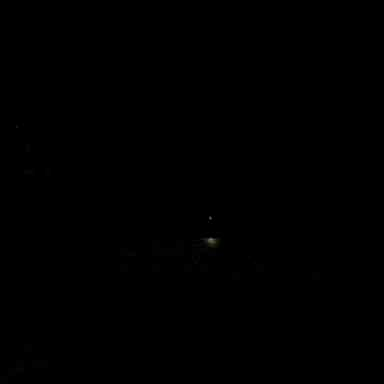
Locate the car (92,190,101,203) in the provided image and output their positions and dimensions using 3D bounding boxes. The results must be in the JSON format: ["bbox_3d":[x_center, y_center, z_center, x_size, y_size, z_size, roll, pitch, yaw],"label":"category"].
[{"bbox_3d":[-9.637,0.737,40.566,1.802,1.307,4.206,3,2,36],"label":"car"}]

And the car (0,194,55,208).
[{"bbox_3d":[-15.890,0.834,31.815,2.008,1.369,4.403,3,2,36],"label":"car"}]

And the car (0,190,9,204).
[{"bbox_3d":[-23.025,0.587,36.487,1.752,1.417,4.829,3,2,36],"label":"car"}]

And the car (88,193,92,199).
[{"bbox_3d":[-13.852,0.437,49.323,1.947,1.339,4.313,3,2,36],"label":"car"}]
